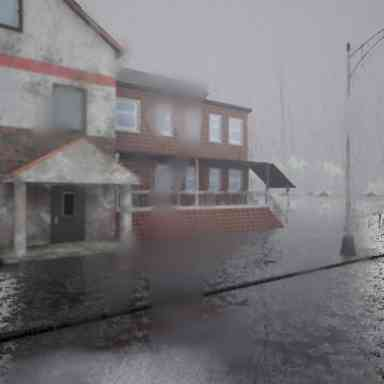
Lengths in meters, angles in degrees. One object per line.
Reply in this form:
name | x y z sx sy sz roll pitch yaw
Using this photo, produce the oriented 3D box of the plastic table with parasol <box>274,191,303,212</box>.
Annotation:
plastic table with parasol | 11.893 1.094 41.093 2.482 2.480 2.482 0 0 -35
